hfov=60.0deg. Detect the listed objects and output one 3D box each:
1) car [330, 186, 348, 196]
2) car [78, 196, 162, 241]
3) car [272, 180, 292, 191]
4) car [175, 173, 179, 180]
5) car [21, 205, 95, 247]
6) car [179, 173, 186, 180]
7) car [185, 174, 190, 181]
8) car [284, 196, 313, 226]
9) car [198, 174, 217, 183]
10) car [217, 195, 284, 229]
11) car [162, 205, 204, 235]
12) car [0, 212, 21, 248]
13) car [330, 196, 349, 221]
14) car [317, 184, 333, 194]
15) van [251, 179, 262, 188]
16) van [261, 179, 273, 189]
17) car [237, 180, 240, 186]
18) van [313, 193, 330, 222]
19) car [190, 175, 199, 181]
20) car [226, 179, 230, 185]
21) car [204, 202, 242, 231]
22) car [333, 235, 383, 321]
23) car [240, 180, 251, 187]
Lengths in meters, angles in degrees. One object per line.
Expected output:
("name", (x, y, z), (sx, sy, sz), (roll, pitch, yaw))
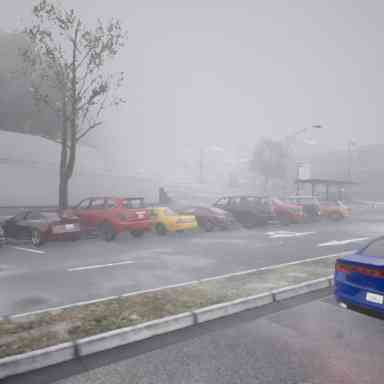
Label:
("car", (25.207, 0.136, 55.727), (2.002, 1.452, 4.674), (7, 3, 35))
("car", (-4.577, 1.247, 16.956), (5.566, 2.045, 2.435), (-1, -1, 35))
("car", (18.325, -0.992, 65.599), (2.231, 1.521, 4.892), (7, 3, 35))
("car", (-2.504, -4.362, 95.041), (2.435, 2.045, 5.566), (1, -1, 35))
("car", (-7.025, 1.524, 15.216), (4.792, 1.488, 2.163), (-1, -1, 35))
("car", (-0.737, -4.085, 92.690), (2.185, 1.767, 4.553), (4, 1, 34))
("car", (0.988, -3.850, 90.217), (2.185, 1.767, 4.553), (6, 3, 34))
("car", (5.304, 1.267, 23.854), (5.566, 2.045, 2.435), (-1, -1, 35))
("car", (4.623, -3.176, 85.484), (1.946, 1.575, 5.366), (7, 3, 34))
("car", (2.788, 1.262, 22.154), (5.566, 2.045, 2.435), (-1, -1, 35))
("car", (-2.253, 1.502, 18.779), (5.366, 1.575, 1.946), (-1, -1, 35))
("car", (-9.448, 1.493, 13.474), (4.892, 1.521, 2.231), (-1, -1, 35))
("car", (10.259, 1.403, 27.264), (4.553, 1.767, 2.185), (-1, -1, 35))
("car", (23.521, -0.426, 58.203), (2.435, 2.045, 5.566), (7, 3, 35))
("van", (14.846, -1.764, 70.439), (1.878, 1.987, 4.442), (7, 4, 35))
("van", (16.570, -1.491, 67.965), (1.878, 1.987, 4.442), (7, 4, 35))
("car", (11.451, -2.043, 75.498), (2.002, 1.452, 4.674), (7, 4, 35))
("van", (7.846, 1.296, 25.519), (4.442, 1.987, 1.878), (-1, -1, 35))
("car", (2.777, -3.699, 87.747), (2.435, 2.045, 5.566), (7, 3, 34))
("car", (9.713, -2.317, 77.964), (2.002, 1.452, 4.674), (7, 3, 35))
("car", (0.357, 1.548, 20.401), (4.674, 1.452, 2.002), (-1, -1, 35))
("car", (4.841, 1.487, 6.560), (5.008, 1.535, 1.882), (0, 0, -35))
("car", (13.278, -1.812, 73.174), (1.946, 1.575, 5.366), (7, 3, 35))
